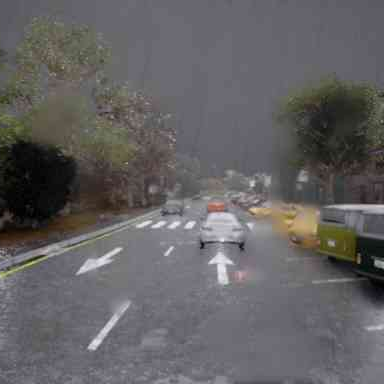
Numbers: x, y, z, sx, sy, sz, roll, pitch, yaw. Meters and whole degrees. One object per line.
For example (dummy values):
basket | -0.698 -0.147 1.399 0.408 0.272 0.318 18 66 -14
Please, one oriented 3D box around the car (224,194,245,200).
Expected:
car | 11.697 1.291 91.759 5.366 1.575 1.946 1 1 -16

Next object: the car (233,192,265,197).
car | 8.724 1.352 46.885 4.553 1.767 2.185 1 1 -16

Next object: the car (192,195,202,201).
car | 1.147 1.282 72.666 1.994 1.385 4.181 1 0 4

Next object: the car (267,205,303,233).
car | 6.841 1.667 16.982 5.366 1.575 1.946 1 0 -16

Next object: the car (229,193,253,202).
car | 10.376 1.236 70.835 4.553 1.767 2.185 2 0 -16

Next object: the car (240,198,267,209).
car | 7.271 1.586 28.866 5.366 1.575 1.946 1 1 -16

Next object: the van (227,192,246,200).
van | 11.581 1.093 85.854 4.442 1.987 1.878 2 0 -16

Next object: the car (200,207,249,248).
car | 1.330 1.627 15.222 1.812 1.442 4.674 1 0 4

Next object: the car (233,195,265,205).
car | 8.449 1.523 43.878 4.792 1.488 2.163 1 1 -16

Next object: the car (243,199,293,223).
car | 7.072 1.606 25.872 5.366 1.575 1.946 1 1 -16

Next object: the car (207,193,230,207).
car | 2.698 1.345 35.706 2.097 1.767 4.553 1 0 4

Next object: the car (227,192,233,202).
car | 9.322 1.176 55.840 5.566 2.045 2.435 2 1 -16

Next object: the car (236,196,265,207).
car | 8.270 1.554 40.892 4.674 1.452 2.002 1 1 -16

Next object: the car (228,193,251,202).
car | 10.590 1.226 73.828 4.553 1.767 2.185 1 0 -16

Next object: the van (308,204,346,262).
van | 6.423 1.413 10.982 4.442 1.987 1.878 2 -1 -17

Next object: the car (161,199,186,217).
car | -1.664 1.474 31.267 1.837 1.490 4.892 1 0 4

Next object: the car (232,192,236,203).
car | 8.937 1.334 49.879 4.553 1.767 2.185 1 1 -16

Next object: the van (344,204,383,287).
van | 6.245 1.394 7.987 4.442 1.987 1.878 2 -1 -17

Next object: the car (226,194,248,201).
car | 11.248 1.324 82.825 5.008 1.535 2.097 2 0 -16

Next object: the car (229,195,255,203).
car | 10.165 1.403 67.829 4.792 1.488 2.163 1 1 -16

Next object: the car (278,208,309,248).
car | 6.490 1.655 13.930 5.008 1.535 2.097 2 0 -16
